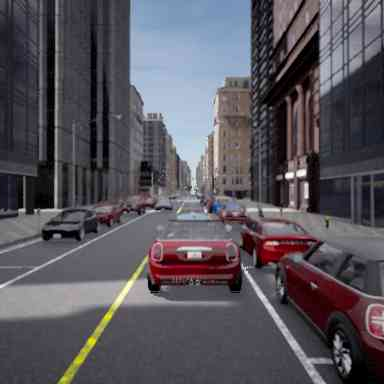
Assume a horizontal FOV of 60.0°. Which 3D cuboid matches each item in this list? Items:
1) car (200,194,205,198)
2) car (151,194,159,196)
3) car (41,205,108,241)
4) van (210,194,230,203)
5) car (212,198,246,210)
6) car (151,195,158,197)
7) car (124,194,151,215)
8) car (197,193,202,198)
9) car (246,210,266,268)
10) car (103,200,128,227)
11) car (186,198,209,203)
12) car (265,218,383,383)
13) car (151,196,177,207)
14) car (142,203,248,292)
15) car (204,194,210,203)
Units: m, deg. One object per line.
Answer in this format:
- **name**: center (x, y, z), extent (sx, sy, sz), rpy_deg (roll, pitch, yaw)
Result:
- **car**: center (2.651, 1.370, 50.364), extent (1.967, 1.590, 4.097), rpy_deg (1, 0, 0)
- **car**: center (-5.874, 1.245, 50.369), extent (2.192, 1.841, 5.009), rpy_deg (1, 0, 0)
- **car**: center (-5.858, 1.539, 16.622), extent (1.947, 1.339, 4.313), rpy_deg (1, 0, 0)
- **van**: center (2.664, 1.298, 27.867), extent (1.690, 1.788, 3.998), rpy_deg (1, 0, 0)
- **car**: center (2.666, 1.405, 22.243), extent (1.967, 1.590, 4.097), rpy_deg (1, 0, 0)
- **car**: center (-5.873, 1.481, 44.744), extent (1.887, 1.381, 4.507), rpy_deg (1, 0, 0)
- **car**: center (-5.865, 1.265, 33.495), extent (2.192, 1.841, 5.009), rpy_deg (1, 0, 0)
- **car**: center (2.646, 1.232, 61.613), extent (2.192, 1.841, 5.009), rpy_deg (1, 0, 0)
- **car**: center (2.671, 1.527, 10.995), extent (1.887, 1.381, 4.507), rpy_deg (1, 0, 0)
- **car**: center (-5.861, 1.510, 22.246), extent (1.887, 1.381, 4.507), rpy_deg (1, 0, 0)
- **car**: center (0.070, 1.507, 26.881), extent (2.033, 1.411, 5.357), rpy_deg (0, 0, 0)
- **car**: center (2.675, 1.431, 5.370), extent (1.967, 1.590, 4.097), rpy_deg (1, 0, 0)
- **car**: center (-3.119, 1.491, 38.392), extent (2.033, 1.411, 5.357), rpy_deg (0, 0, 0)
- **car**: center (0.061, 1.336, 9.094), extent (2.097, 1.767, 4.553), rpy_deg (0, 0, 0)
- **car**: center (2.661, 1.265, 33.492), extent (2.192, 1.841, 5.009), rpy_deg (1, 0, 0)
